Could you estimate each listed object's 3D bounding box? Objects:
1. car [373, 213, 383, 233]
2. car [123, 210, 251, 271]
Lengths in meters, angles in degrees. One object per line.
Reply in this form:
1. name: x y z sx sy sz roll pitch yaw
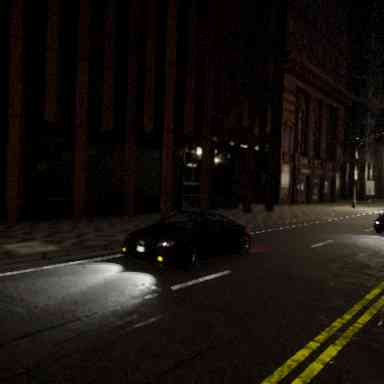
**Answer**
1. car: 11.307 1.446 17.734 2.033 1.411 5.357 3 2 42
2. car: 0.019 1.282 10.022 1.994 1.385 4.181 3 2 42
